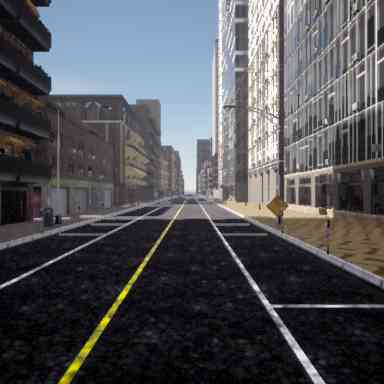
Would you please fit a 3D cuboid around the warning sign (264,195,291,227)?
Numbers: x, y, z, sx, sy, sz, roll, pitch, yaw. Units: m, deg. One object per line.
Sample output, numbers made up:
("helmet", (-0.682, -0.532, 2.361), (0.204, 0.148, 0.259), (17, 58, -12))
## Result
("warning sign", (5.067, 1.114, 19.743), (1.300, 1.860, 1.060), (0, 0, 0))
